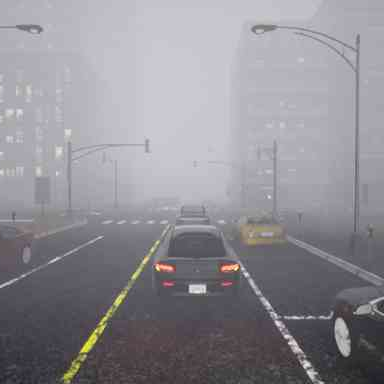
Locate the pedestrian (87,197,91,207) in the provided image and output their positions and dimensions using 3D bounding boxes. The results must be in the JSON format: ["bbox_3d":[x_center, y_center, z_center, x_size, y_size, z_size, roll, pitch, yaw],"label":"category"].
[{"bbox_3d":[-12.632,1.206,40.830,0.375,1.300,0.375,0,0,1],"label":"pedestrian"}]

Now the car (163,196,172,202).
[{"bbox_3d":[-5.867,1.580,80.594,1.802,1.307,4.206,-1,0,0],"label":"car"}]

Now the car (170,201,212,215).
[{"bbox_3d":[0.053,1.489,18.177,2.128,1.511,4.902,0,0,0],"label":"car"}]

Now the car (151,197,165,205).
[{"bbox_3d":[-5.821,1.563,57.976,1.947,1.339,4.313,-1,0,0],"label":"car"}]

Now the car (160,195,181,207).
[{"bbox_3d":[-3.195,1.544,50.390,2.033,1.411,5.357,0,0,0],"label":"car"}]

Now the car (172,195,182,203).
[{"bbox_3d":[-3.144,1.497,70.538,1.837,1.490,4.892,0,0,0],"label":"car"}]

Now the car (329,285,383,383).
[{"bbox_3d":[2.801,1.550,3.096,2.008,1.369,4.403,-1,0,0],"label":"car"}]

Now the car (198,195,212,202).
[{"bbox_3d":[2.559,1.547,57.994,2.008,1.369,4.403,-1,0,0],"label":"car"}]

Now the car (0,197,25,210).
[{"bbox_3d":[-21.739,1.281,37.965,4.829,1.417,1.752,0,0,1],"label":"car"}]

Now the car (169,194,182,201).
[{"bbox_3d":[-3.195,1.488,60.341,2.128,1.511,4.902,0,0,0],"label":"car"}]

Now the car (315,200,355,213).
[{"bbox_3d":[16.237,1.628,37.546,4.403,1.369,2.008,0,0,1],"label":"car"}]

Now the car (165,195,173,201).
[{"bbox_3d":[-5.879,1.543,86.249,1.887,1.381,4.507,-1,0,0],"label":"car"}]

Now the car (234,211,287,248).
[{"bbox_3d":[2.778,1.524,14.554,1.752,1.417,4.829,-1,0,0],"label":"car"}]

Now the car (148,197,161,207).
[{"bbox_3d":[-5.809,1.522,52.152,1.752,1.417,4.829,-1,0,0],"label":"car"}]

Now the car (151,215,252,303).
[{"bbox_3d":[0.083,1.525,8.103,1.812,1.442,4.674,0,0,0],"label":"car"}]

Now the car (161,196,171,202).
[{"bbox_3d":[-5.855,1.542,74.940,1.887,1.381,4.507,-1,0,0],"label":"car"}]

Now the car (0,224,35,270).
[{"bbox_3d":[-5.849,1.544,8.780,1.887,1.381,4.507,-1,0,0],"label":"car"}]
